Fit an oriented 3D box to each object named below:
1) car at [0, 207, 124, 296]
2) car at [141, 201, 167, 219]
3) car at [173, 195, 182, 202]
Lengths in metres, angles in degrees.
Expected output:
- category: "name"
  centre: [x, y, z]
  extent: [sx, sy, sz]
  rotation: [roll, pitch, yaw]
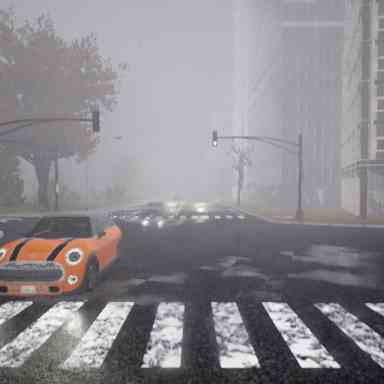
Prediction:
- category: "car"
  centre: [-3.254, 1.346, 8.848]
  extent: [2.097, 1.767, 4.553]
  rotation: [0, 0, 0]
- category: "car"
  centre: [-3.265, 1.539, 29.661]
  extent: [2.033, 1.411, 5.357]
  rotation: [0, 0, 0]
- category: "car"
  centre: [-3.290, 1.474, 77.564]
  extent: [1.882, 1.535, 5.008]
  rotation: [0, 0, 0]
